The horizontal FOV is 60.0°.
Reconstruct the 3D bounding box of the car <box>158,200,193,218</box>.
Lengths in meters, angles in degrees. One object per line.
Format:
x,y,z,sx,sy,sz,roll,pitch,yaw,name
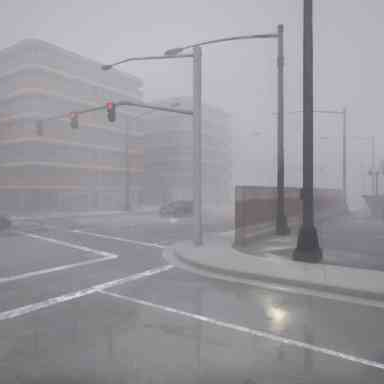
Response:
-1.071,1.504,30.685,1.837,1.490,4.892,0,0,35,car

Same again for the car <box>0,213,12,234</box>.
-11.198,1.495,15.981,1.812,1.442,4.674,0,0,35,car
